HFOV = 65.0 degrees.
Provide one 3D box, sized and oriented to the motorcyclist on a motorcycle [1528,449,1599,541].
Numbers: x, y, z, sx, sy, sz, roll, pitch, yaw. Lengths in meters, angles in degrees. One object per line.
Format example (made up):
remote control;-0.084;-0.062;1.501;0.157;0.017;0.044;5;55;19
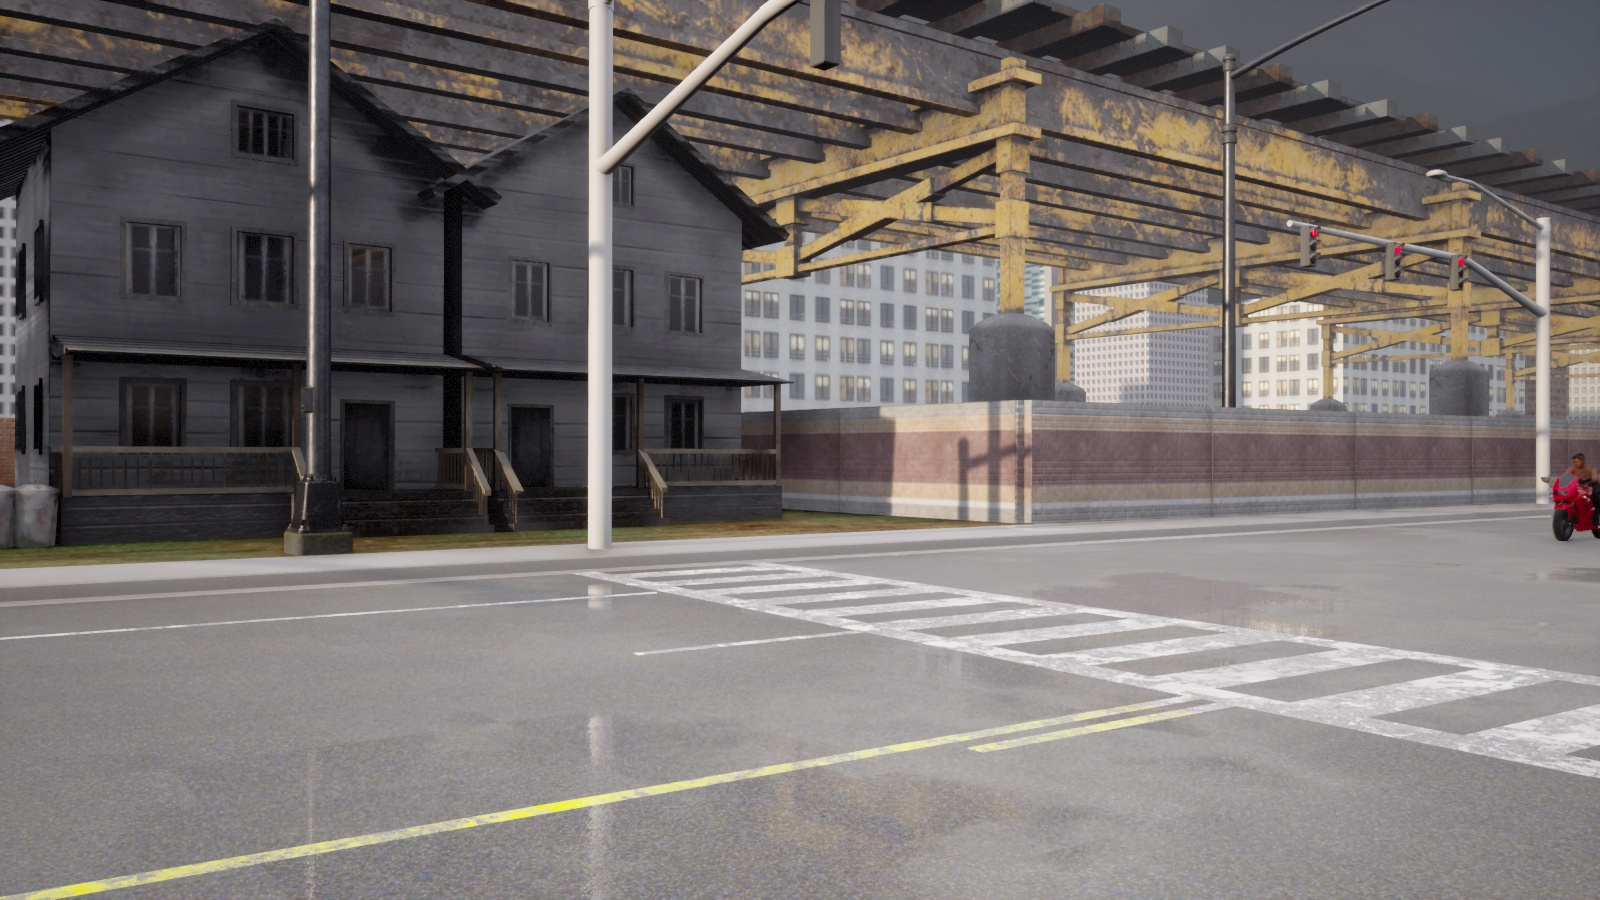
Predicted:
motorcyclist on a motorcycle;13.489;0.751;21.690;2.044;1.523;0.797;0;0;-35
